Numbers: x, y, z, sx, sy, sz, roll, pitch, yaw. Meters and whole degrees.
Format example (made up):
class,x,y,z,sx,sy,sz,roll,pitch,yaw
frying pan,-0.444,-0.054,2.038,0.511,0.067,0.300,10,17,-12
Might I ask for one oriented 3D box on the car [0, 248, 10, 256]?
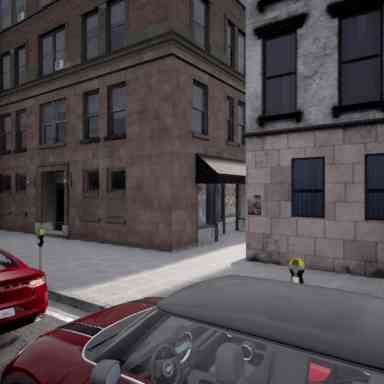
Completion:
class,x,y,z,sx,sy,sz,roll,pitch,yaw
car,-4.395,1.545,5.891,4.507,1.381,1.887,0,0,35

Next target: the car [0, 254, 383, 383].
class,x,y,z,sx,sy,sz,roll,pitch,yaw
car,0.254,1.440,2.624,4.097,1.590,1.967,0,0,35
